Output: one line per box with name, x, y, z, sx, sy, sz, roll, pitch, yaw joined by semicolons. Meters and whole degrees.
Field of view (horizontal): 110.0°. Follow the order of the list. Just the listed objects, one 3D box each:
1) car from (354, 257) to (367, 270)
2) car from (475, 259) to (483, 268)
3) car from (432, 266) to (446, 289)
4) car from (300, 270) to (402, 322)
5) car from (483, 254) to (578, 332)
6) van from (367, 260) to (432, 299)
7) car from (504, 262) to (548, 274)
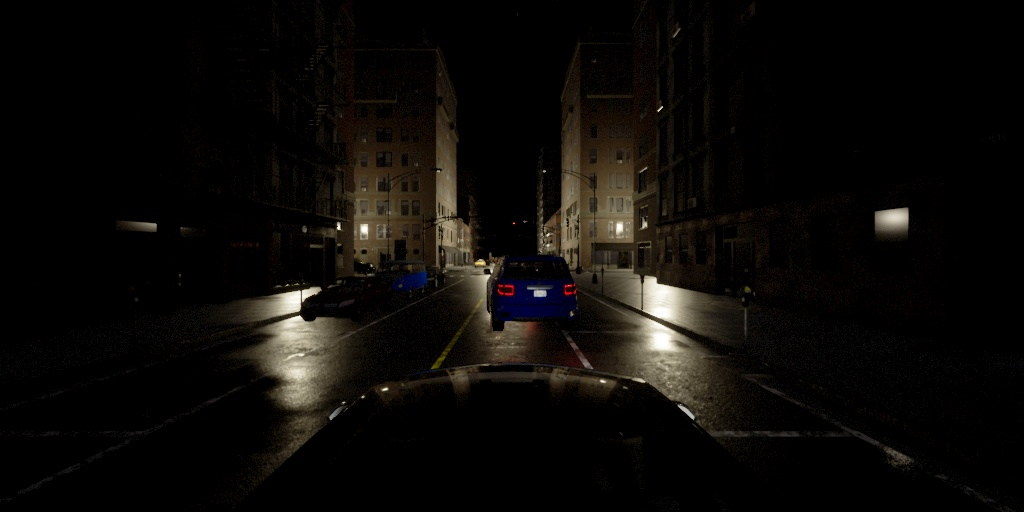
car;-18.212;1.064;40.095;5.566;2.045;2.150;0;0;0
car;-5.362;1.273;60.837;1.751;1.417;4.829;0;0;0
car;-5.381;1.300;23.044;2.007;1.370;4.403;0;0;0
car;-5.389;1.331;12.231;1.802;1.307;4.207;0;0;0
car;0.366;0.971;11.061;2.150;2.045;5.566;0;0;-6
van;-5.385;1.090;17.638;1.690;1.789;3.998;0;0;0
car;1.574;1.336;41.038;4.718;1.301;1.895;0;0;-25
